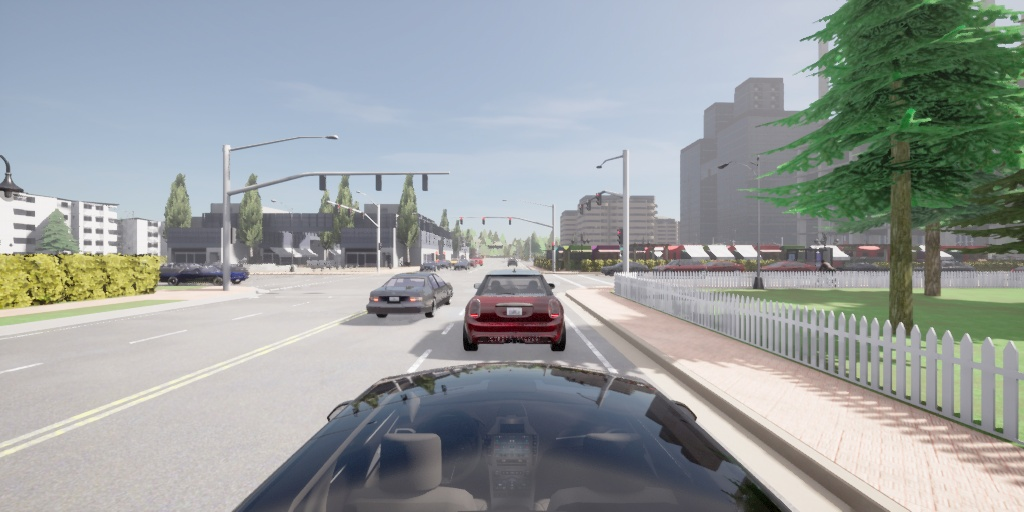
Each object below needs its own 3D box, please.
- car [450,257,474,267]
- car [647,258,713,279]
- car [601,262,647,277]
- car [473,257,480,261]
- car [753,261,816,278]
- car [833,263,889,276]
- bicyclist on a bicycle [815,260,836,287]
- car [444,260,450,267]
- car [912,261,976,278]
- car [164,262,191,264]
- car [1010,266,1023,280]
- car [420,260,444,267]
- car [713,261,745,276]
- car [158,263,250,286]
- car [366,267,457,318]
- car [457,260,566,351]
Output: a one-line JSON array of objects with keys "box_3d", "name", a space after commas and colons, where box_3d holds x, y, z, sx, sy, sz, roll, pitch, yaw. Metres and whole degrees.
[{"box_3d": [-7.094, 1.297, 51.442, 2.033, 1.411, 5.357, 0, 0, 0], "name": "car"}, {"box_3d": [15.079, 1.102, 32.376, 4.553, 1.767, 2.097, 0, 0, -1], "name": "car"}, {"box_3d": [11.231, 1.275, 35.763, 4.674, 1.442, 1.812, 0, 0, -1], "name": "car"}, {"box_3d": [-7.079, 1.350, 61.025, 1.895, 1.301, 4.718, 0, 0, 0], "name": "car"}, {"box_3d": [24.697, 1.227, 32.616, 5.008, 1.535, 1.882, 0, 0, -1], "name": "car"}, {"box_3d": [35.056, 1.350, 36.371, 4.718, 1.301, 1.895, 0, 0, -1], "name": "car"}, {"box_3d": [18.791, 1.052, 21.483, 0.582, 1.620, 1.656, 0, 0, -1], "name": "bicyclist on a bicycle"}, {"box_3d": [-10.596, 1.297, 56.165, 2.033, 1.411, 5.357, 0, 0, 0], "name": "car"}, {"box_3d": [39.489, 1.255, 32.963, 4.892, 1.490, 1.837, 0, 0, -1], "name": "car"}, {"box_3d": [-25.390, 1.241, 27.774, 4.902, 1.511, 2.128, 0, 0, -2], "name": "car"}, {"box_3d": [43.879, 1.314, 29.433, 4.181, 1.385, 1.994, 0, 0, -3], "name": "car"}, {"box_3d": [-10.624, 1.314, 46.922, 1.994, 1.385, 4.181, 0, 0, 1], "name": "car"}, {"box_3d": [20.555, 1.227, 36.017, 5.008, 1.535, 1.882, 0, 0, -1], "name": "car"}, {"box_3d": [-20.881, 1.351, 24.378, 4.718, 1.301, 1.895, 0, 0, -1], "name": "car"}, {"box_3d": [-3.418, 1.297, 12.963, 2.033, 1.411, 5.357, 0, 0, 0], "name": "car"}, {"box_3d": [0.064, 1.102, 9.128, 2.097, 1.767, 4.553, 0, 0, 0], "name": "car"}]
